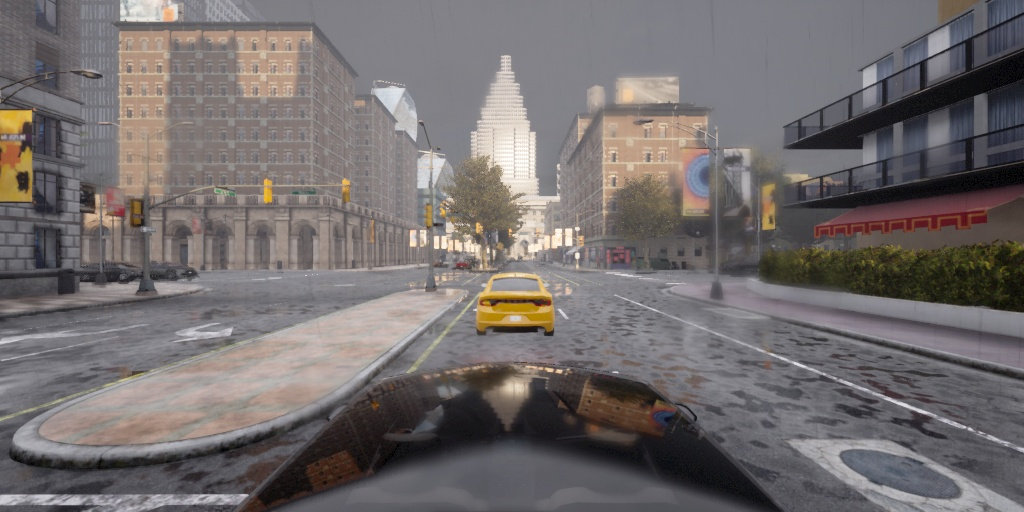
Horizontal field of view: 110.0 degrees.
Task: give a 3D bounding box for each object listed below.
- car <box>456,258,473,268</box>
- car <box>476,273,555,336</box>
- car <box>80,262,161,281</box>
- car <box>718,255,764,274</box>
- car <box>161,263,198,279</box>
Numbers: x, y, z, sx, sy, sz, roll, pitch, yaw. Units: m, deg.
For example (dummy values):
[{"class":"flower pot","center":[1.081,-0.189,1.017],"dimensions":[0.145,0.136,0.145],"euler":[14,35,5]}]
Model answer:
[{"class":"car","center":[-8.001,1.351,59.154],"dimensions":[1.895,1.301,4.718],"euler":[0,0,0]},{"class":"car","center":[0.092,1.228,10.414],"dimensions":[1.882,1.535,5.008],"euler":[0,0,0]},{"class":"car","center":[-31.882,1.256,28.922],"dimensions":[4.892,1.490,1.837],"euler":[0,0,0]},{"class":"car","center":[25.993,0.964,39.763],"dimensions":[5.566,2.045,2.150],"euler":[-1,0,0]},{"class":"car","center":[-31.113,1.314,32.424],"dimensions":[4.181,1.385,1.994],"euler":[0,0,0]}]
